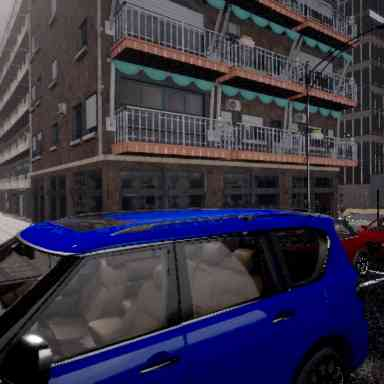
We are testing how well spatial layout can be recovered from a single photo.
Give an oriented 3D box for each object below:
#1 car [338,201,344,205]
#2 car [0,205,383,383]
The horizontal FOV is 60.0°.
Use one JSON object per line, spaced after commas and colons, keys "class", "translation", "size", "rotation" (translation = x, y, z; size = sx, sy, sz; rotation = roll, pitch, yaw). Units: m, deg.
{"class": "car", "translation": [16.460, 1.746, 40.560], "size": [1.967, 1.590, 4.097], "rotation": [-2, 0, -36]}
{"class": "car", "translation": [-0.703, 1.221, 2.873], "size": [5.566, 2.045, 2.150], "rotation": [0, 0, -35]}
